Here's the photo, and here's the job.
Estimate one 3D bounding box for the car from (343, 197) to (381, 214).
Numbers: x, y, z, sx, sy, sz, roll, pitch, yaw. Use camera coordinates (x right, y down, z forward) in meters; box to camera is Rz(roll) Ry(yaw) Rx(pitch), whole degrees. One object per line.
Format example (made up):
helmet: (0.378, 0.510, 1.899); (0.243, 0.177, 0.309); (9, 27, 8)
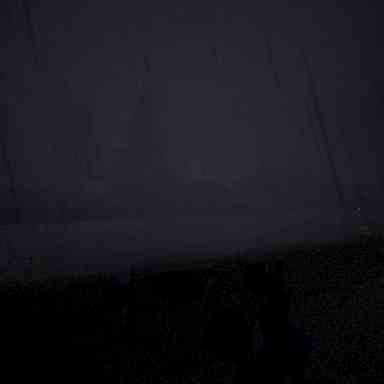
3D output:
car: (20.607, 1.574, 40.083); (5.566, 2.045, 2.150); (2, -1, -35)
